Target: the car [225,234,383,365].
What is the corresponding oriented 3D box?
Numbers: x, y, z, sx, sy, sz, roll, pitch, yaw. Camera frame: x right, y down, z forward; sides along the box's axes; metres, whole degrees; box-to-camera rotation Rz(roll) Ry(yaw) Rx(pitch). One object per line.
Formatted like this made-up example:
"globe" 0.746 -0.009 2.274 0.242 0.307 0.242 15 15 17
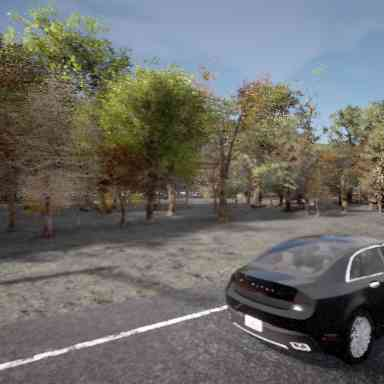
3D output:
"car" 2.797 1.511 5.865 4.892 1.490 1.837 0 0 -36
